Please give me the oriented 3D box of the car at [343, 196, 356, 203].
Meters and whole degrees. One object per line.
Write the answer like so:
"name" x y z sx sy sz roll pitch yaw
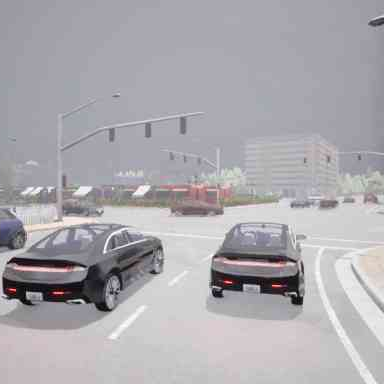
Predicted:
"car" 31.943 1.524 67.412 1.812 1.442 4.674 0 0 31

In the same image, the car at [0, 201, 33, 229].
"car" -8.150 1.352 11.599 2.097 1.767 4.553 0 0 17

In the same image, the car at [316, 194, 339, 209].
"car" 19.099 1.477 46.192 1.882 1.535 5.008 0 0 31

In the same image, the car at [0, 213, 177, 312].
"car" -2.081 1.492 7.816 2.128 1.511 4.902 0 0 12

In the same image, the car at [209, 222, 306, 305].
"car" 1.735 1.492 8.212 2.128 1.511 4.902 0 0 16

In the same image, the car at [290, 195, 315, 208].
"car" 15.436 1.547 47.260 2.033 1.411 5.357 0 0 31

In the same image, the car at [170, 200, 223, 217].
"car" 0.430 1.514 31.073 5.008 1.535 1.882 0 1 11

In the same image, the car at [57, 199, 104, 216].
"car" -10.574 1.547 31.932 4.902 1.511 2.128 0 0 32

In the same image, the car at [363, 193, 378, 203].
"car" 36.576 1.225 68.305 2.150 2.045 5.566 0 0 31

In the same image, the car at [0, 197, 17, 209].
"car" -26.746 1.546 46.080 4.902 1.511 2.128 0 0 32

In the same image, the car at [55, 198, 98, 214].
"car" -13.113 1.533 37.623 5.008 1.535 1.882 0 0 32

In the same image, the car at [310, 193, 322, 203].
"car" 21.048 1.221 56.430 2.150 2.045 5.566 0 0 31

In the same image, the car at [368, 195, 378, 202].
"car" 42.086 1.524 77.344 1.812 1.442 4.674 0 0 31
